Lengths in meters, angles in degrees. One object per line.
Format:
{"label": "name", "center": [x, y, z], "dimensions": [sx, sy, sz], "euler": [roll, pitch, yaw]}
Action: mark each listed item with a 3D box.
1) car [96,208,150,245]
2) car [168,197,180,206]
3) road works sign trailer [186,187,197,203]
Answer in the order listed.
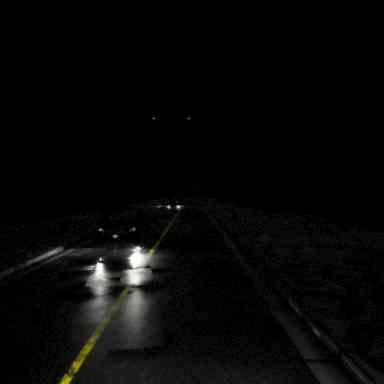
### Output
{"label": "car", "center": [-3.111, 1.528, 15.809], "dimensions": [1.812, 1.442, 4.674], "euler": [0, 0, 0]}
{"label": "car", "center": [-3.092, 1.543, 57.078], "dimensions": [1.882, 1.535, 5.008], "euler": [0, 0, 0]}
{"label": "road works sign trailer", "center": [-0.045, 0.573, 69.890], "dimensions": [2.380, 3.560, 2.880], "euler": [0, 0, 0]}
